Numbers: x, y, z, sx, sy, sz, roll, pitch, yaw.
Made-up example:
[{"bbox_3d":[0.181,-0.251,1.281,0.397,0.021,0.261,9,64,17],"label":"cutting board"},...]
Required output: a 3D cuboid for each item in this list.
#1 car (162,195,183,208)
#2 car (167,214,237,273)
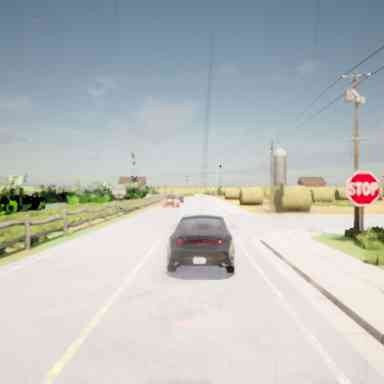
[{"bbox_3d":[-2.724,1.166,43.470,2.097,1.767,4.553,0,0,1],"label":"car"},{"bbox_3d":[0.355,1.457,10.554,1.837,1.490,4.892,0,-1,4],"label":"car"}]
